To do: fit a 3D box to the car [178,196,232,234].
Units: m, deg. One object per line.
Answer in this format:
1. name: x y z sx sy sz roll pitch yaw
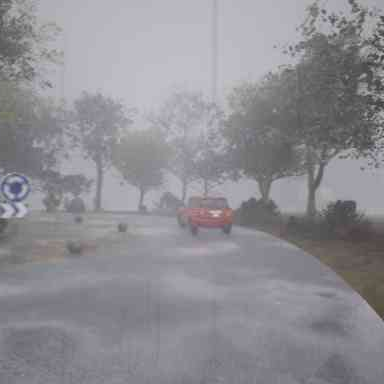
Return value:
1. car: 0.642 1.269 19.597 2.150 2.045 5.566 2 0 -12
